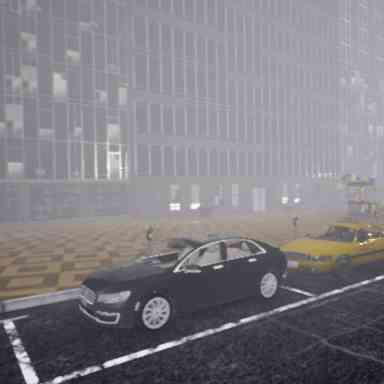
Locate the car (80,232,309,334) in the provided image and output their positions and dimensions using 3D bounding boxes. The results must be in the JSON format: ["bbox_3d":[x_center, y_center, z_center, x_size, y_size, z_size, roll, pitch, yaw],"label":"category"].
[{"bbox_3d":[0.057,1.534,6.616,4.403,1.369,2.008,0,-1,-35],"label":"car"}]

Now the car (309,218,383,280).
[{"bbox_3d":[4.497,1.483,9.786,4.829,1.417,1.752,0,-1,-35],"label":"car"}]
